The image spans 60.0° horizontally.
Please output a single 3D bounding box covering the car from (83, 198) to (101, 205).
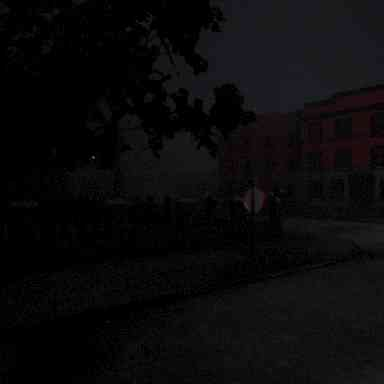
[{"bbox_3d":[-15.506,1.539,52.210,1.895,1.301,4.718,0,0,-36],"label":"car"}]

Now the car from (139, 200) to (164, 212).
[{"bbox_3d":[-4.585,1.526,36.755,1.895,1.301,4.718,0,0,-35],"label":"car"}]
